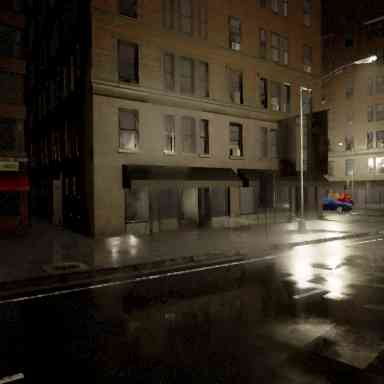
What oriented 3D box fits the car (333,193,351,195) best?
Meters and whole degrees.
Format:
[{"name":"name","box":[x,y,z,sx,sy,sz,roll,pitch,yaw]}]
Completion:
[{"name":"car","box":[17.144,1.084,40.796,2.192,1.841,5.009,0,1,-44]}]

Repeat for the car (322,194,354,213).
[{"name":"car","box":[14.430,1.345,35.275,1.882,1.535,5.008,-1,1,-44]}]
